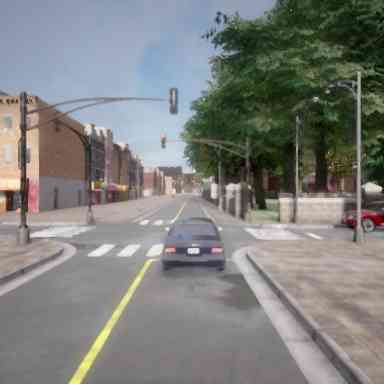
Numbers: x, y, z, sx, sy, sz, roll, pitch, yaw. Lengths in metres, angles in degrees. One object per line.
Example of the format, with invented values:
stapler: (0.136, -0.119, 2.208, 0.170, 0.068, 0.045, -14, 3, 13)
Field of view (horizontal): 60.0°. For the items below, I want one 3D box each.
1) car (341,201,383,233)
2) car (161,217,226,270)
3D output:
car: (11.719, 1.449, 20.024, 5.009, 1.841, 2.192, 1, -1, 0)
car: (0.056, 1.545, 10.947, 2.033, 1.411, 5.357, 0, 0, 0)
